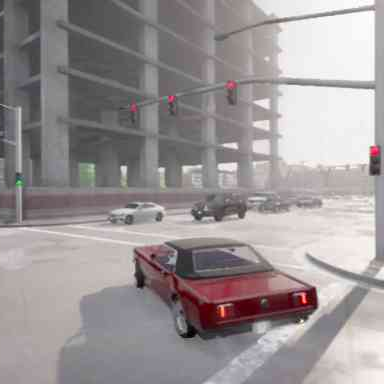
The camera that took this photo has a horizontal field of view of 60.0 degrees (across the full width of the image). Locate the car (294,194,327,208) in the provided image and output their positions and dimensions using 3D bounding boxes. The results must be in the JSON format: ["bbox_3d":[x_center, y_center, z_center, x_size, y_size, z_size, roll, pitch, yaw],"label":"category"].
[{"bbox_3d":[14.850,1.270,41.815,2.033,1.411,5.357,0,0,38],"label":"car"}]

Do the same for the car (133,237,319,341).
[{"bbox_3d":[0.139,1.566,6.641,1.895,1.301,4.718,0,0,-22],"label":"car"}]

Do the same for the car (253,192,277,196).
[{"bbox_3d":[8.325,0.989,39.155,2.150,2.045,5.566,0,0,38],"label":"car"}]

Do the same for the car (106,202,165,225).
[{"bbox_3d":[-3.839,1.428,23.572,1.812,1.442,4.674,0,0,38],"label":"car"}]

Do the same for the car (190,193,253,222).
[{"bbox_3d":[2.235,1.084,25.669,2.150,2.045,5.566,0,0,38],"label":"car"}]

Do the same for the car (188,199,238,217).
[{"bbox_3d":[2.059,1.385,31.132,2.033,1.411,5.357,0,0,38],"label":"car"}]

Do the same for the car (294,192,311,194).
[{"bbox_3d":[14.691,1.189,47.262,2.128,1.511,4.902,0,0,38],"label":"car"}]

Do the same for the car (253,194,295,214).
[{"bbox_3d":[8.313,1.300,33.455,1.837,1.490,4.892,0,0,38],"label":"car"}]
